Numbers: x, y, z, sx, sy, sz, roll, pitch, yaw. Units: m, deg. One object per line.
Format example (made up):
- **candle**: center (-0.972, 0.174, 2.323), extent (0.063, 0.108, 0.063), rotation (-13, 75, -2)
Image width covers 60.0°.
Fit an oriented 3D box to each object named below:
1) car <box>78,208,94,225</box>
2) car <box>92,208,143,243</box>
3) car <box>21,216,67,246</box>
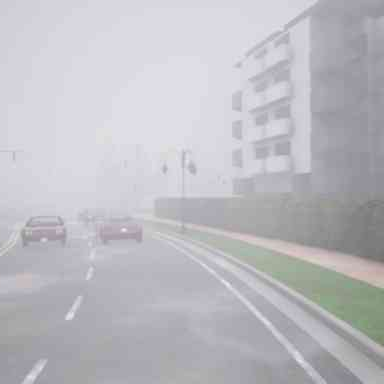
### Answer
- **car**: center (-8.097, 1.941, 27.146), extent (1.895, 1.301, 4.718), rotation (0, -1, -27)
- **car**: center (-3.904, 1.775, 17.449), extent (1.994, 1.385, 4.181), rotation (0, -1, -21)
- **car**: center (-7.268, 1.825, 16.624), extent (1.895, 1.301, 4.718), rotation (0, -1, -21)
